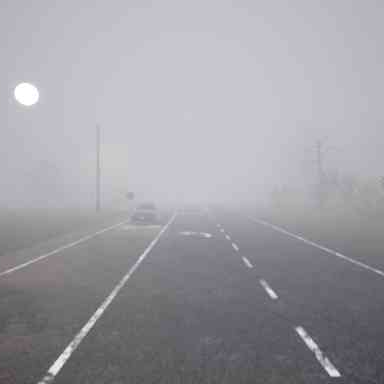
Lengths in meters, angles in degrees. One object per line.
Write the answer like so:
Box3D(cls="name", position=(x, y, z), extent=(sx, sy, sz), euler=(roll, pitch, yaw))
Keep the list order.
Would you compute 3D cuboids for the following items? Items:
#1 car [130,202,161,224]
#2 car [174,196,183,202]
Box3D(cls="car", position=(-3.450, 1.565, 25.339), extent=(1.837, 1.490, 4.892), euler=(0, 0, 0))
Box3D(cls="car", position=(-3.228, 1.609, 80.169), extent=(2.033, 1.411, 5.357), euler=(0, 0, 0))
